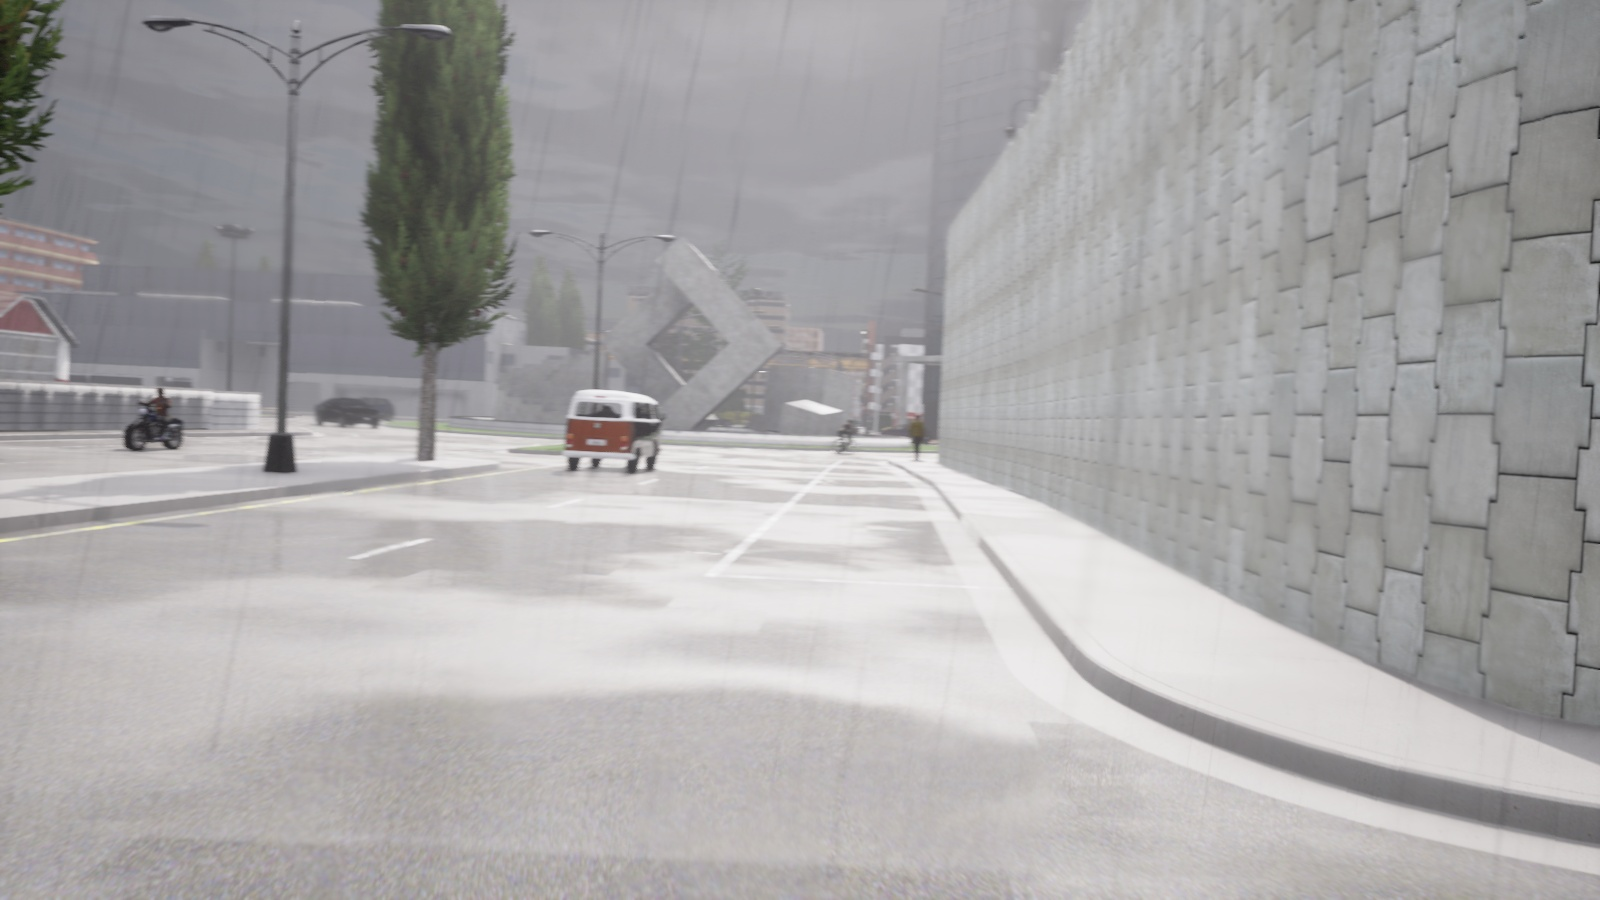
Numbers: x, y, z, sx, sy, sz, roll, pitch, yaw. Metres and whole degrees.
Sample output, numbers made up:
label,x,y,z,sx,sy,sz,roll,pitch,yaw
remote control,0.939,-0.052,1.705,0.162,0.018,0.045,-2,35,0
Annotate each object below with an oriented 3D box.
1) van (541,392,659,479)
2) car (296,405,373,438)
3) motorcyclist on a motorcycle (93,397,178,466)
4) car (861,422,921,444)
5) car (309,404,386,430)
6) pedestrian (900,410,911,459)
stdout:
label,x,y,z,sx,sy,sz,roll,pitch,yaw
van,-5.061,-0.394,32.486,2.069,2.038,4.480,2,1,3
car,-23.744,-1.471,63.971,1.882,1.535,5.008,0,2,-42
motorcyclist on a motorcycle,-16.634,-0.478,31.490,0.766,1.649,2.350,2,2,3
car,6.758,-1.296,93.770,4.193,1.474,1.816,3,2,44
car,-30.087,-2.197,83.700,2.033,1.649,4.856,2,1,23
pedestrian,4.051,-0.594,48.292,0.370,1.835,0.726,2,1,6
